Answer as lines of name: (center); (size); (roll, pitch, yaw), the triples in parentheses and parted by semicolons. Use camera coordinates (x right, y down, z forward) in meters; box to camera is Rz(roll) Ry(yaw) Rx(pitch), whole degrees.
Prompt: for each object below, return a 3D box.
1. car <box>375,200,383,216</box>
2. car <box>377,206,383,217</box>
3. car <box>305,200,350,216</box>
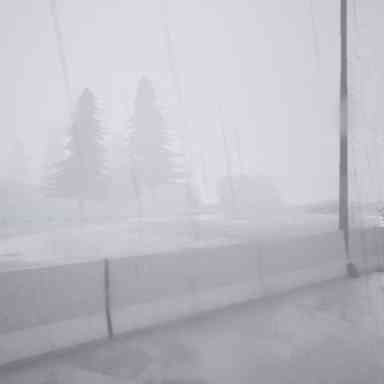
car: (19.539, 1.416, 30.421); (5.357, 1.411, 2.033); (0, 0, -23)
car: (17.017, 1.437, 25.491); (5.357, 1.411, 2.033); (0, 0, -25)
car: (12.658, 1.432, 31.125); (4.181, 1.385, 1.994); (0, 0, -25)
